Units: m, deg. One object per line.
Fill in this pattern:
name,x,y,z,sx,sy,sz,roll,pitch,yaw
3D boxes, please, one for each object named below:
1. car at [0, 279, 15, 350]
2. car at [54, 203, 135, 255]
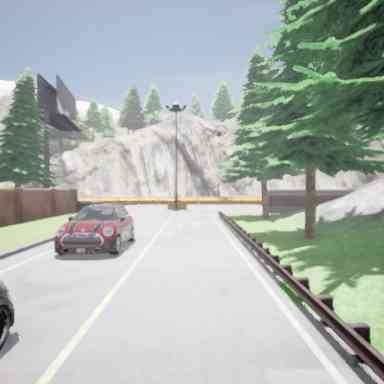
car,-3.598,1.549,3.196,1.994,1.385,4.181,0,0,0
car,-3.583,1.290,12.993,2.097,1.767,4.553,0,0,0
